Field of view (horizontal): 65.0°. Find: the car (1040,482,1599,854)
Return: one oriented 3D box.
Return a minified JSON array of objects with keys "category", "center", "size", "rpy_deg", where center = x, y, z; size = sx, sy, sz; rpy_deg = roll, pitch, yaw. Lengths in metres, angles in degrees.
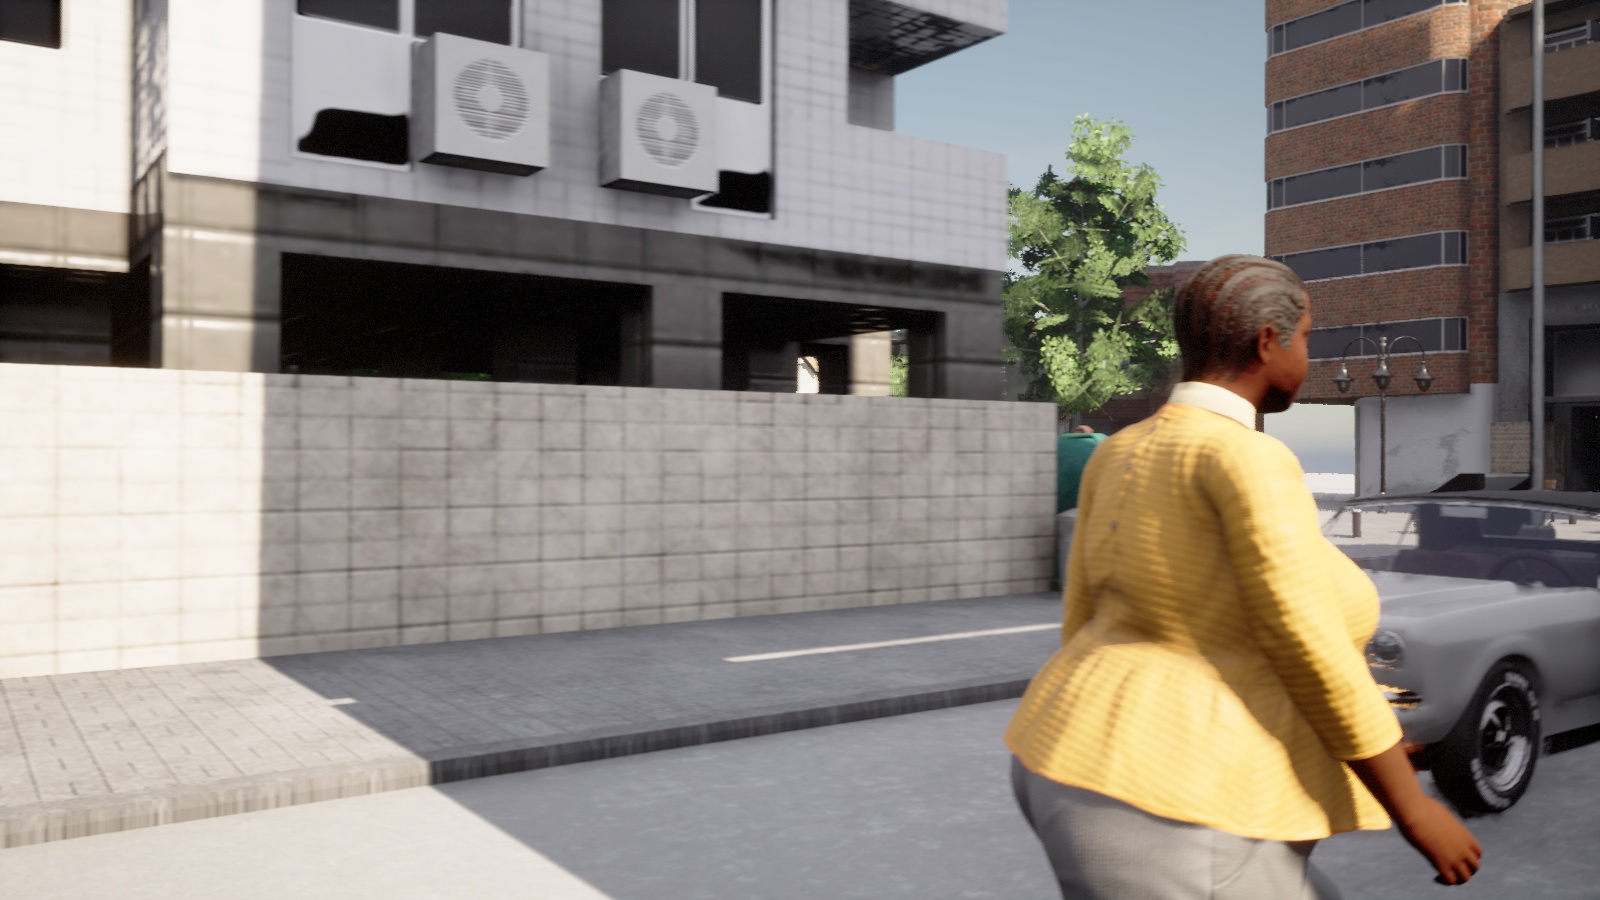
[{"category":"car","center":[3.669,0.869,6.827],"size":[4.718,1.301,1.895],"rpy_deg":[0,0,-35]}]

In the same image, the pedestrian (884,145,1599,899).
[{"category":"pedestrian","center":[0.654,0.542,2.068],"size":[0.900,1.855,0.874],"rpy_deg":[0,0,-5]}]
